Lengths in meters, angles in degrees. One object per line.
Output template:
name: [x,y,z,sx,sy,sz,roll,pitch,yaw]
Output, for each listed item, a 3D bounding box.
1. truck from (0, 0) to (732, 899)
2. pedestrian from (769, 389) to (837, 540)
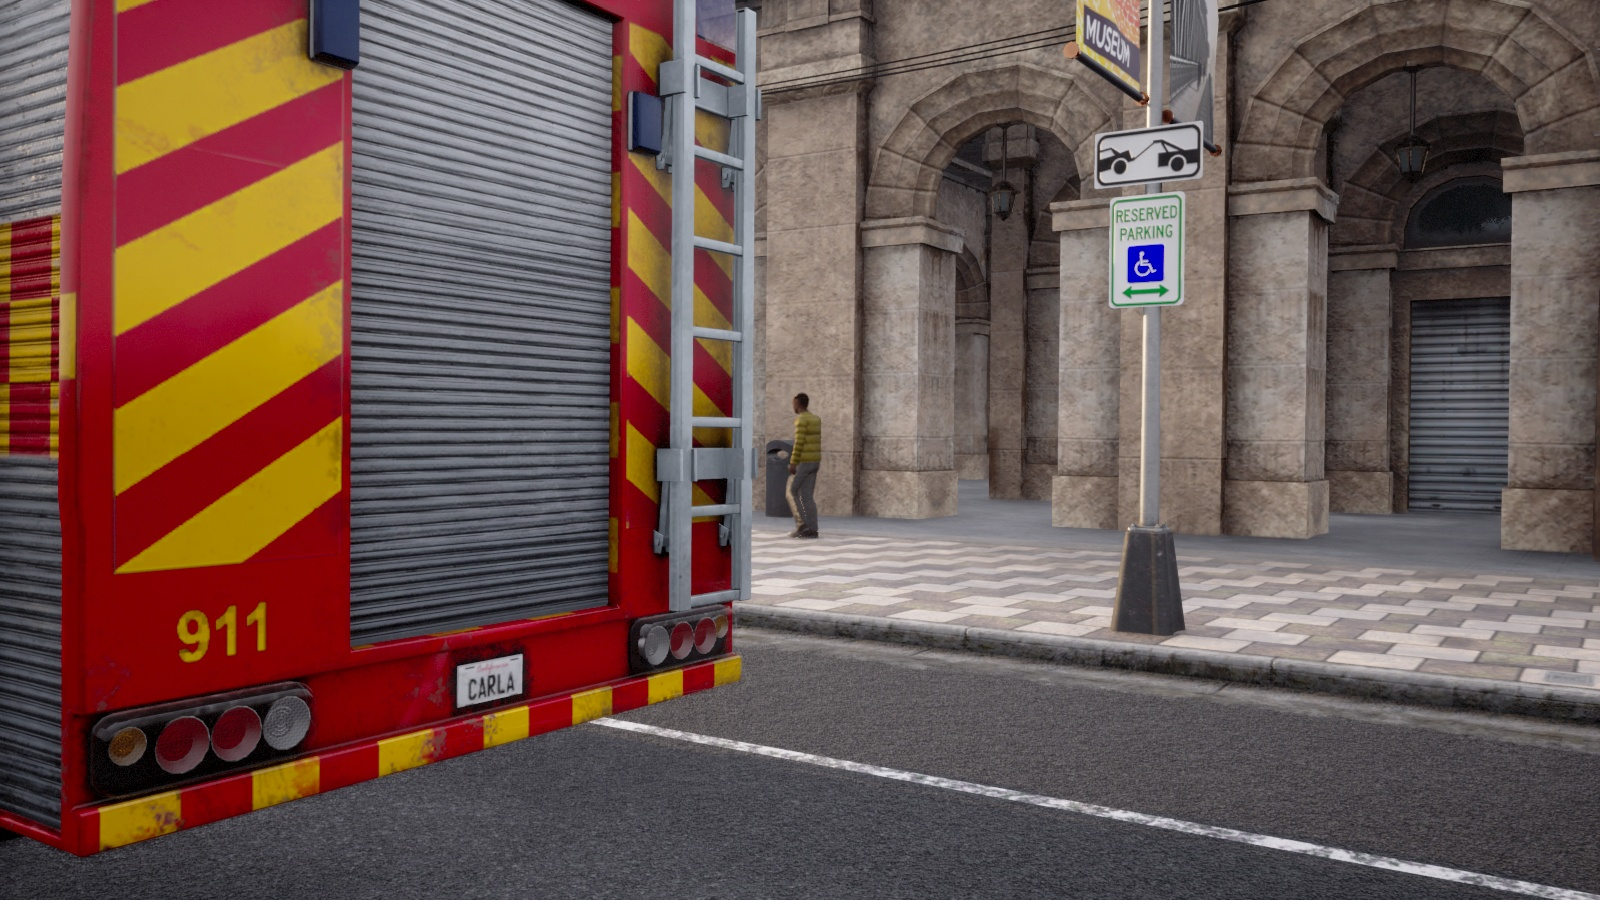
truck: [-4.646,-0.483,6.693,8.468,3.827,2.891,0,1,34]
pedestrian: [0.035,0.175,15.610,0.709,1.840,0.431,0,1,33]
